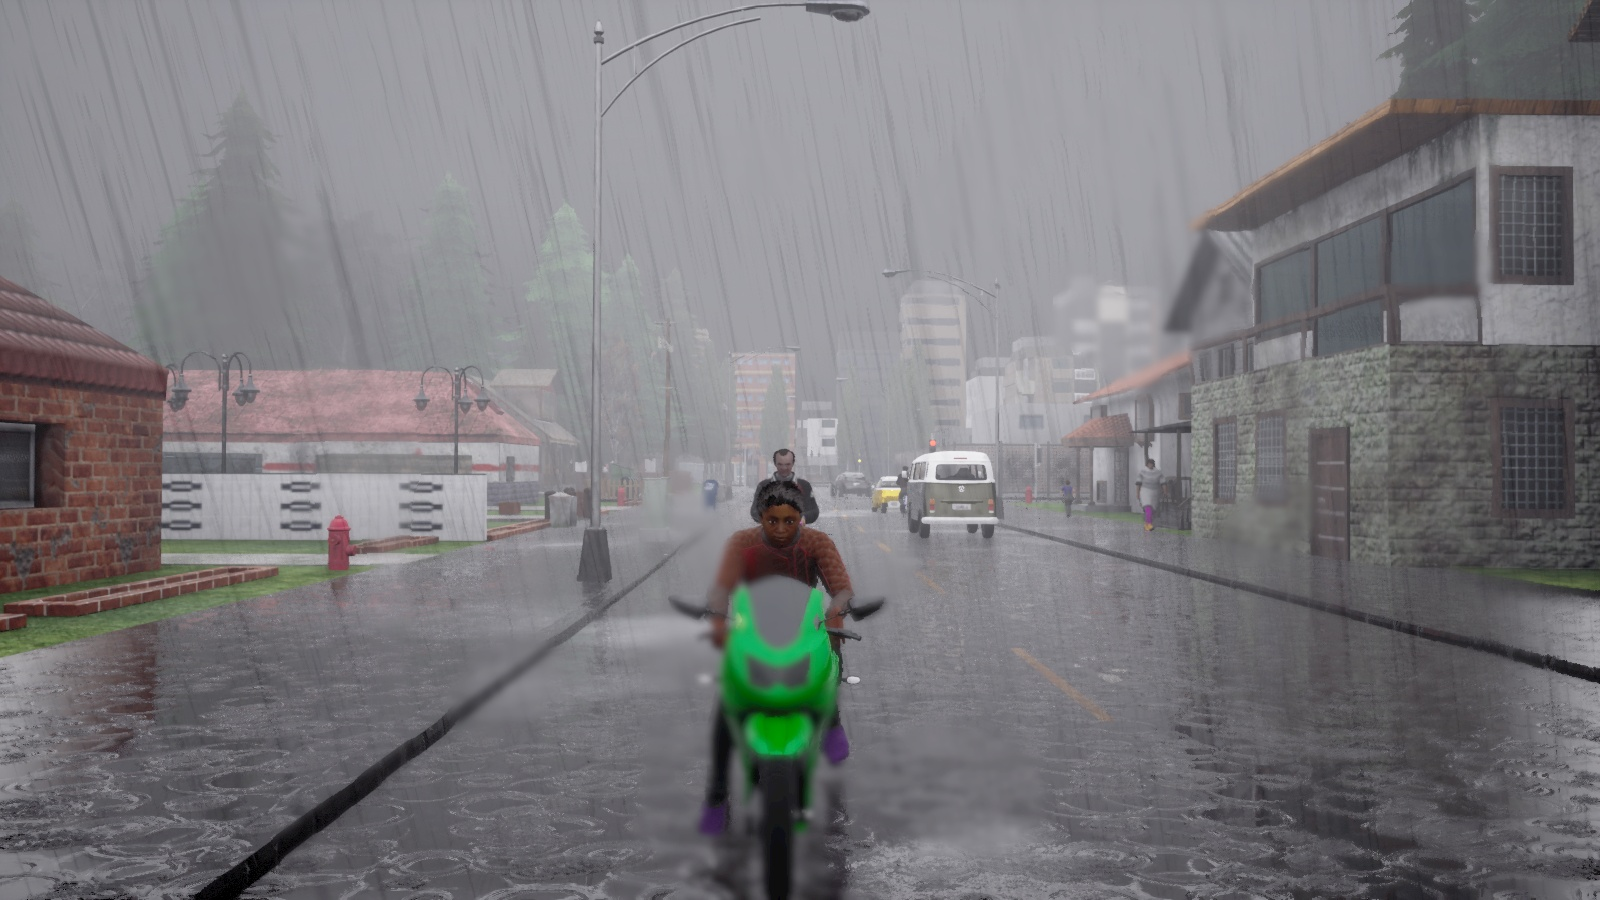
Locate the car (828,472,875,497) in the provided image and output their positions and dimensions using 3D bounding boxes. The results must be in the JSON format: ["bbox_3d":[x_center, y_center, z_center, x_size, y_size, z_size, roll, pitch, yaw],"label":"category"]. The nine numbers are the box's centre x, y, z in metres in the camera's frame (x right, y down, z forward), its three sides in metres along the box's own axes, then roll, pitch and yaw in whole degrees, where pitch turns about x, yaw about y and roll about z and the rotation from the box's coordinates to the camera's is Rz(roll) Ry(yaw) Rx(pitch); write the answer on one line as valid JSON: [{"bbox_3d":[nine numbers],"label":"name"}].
[{"bbox_3d":[3.113,2.088,76.769,2.163,1.488,4.792,0,-1,-6],"label":"car"}]

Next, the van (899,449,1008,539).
[{"bbox_3d":[3.661,1.038,30.706,2.069,2.038,4.480,0,-1,-1],"label":"van"}]

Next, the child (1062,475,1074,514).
[{"bbox_3d":[8.783,1.458,41.146,0.270,1.263,0.437,0,-1,-1],"label":"child"}]

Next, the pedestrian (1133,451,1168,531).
[{"bbox_3d":[8.691,1.012,31.165,0.659,1.952,0.873,0,-1,4],"label":"pedestrian"}]

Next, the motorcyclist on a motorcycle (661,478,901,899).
[{"bbox_3d":[-0.075,0.884,5.210,0.797,1.523,2.044,0,-1,-1],"label":"motorcyclist on a motorcycle"}]

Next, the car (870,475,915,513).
[{"bbox_3d":[3.493,1.654,47.662,1.481,1.376,2.207,0,-1,-1],"label":"car"}]
